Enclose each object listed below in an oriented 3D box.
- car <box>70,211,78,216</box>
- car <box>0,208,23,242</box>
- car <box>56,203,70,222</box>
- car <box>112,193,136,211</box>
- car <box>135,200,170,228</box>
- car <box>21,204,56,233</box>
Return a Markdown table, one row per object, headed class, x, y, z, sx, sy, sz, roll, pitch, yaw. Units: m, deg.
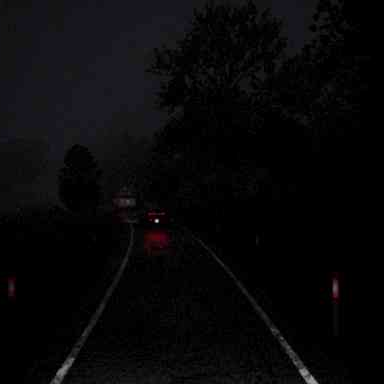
| class | x | y | z | sx | sy | sz | roll | pitch | yaw |
| --- | --- | --- | --- | --- | --- | --- | --- | --- | --- |
| car | -12.883 | 1.796 | 32.889 | 2.002 | 1.452 | 4.674 | 0 | 0 | -12 |
| car | -9.806 | 1.708 | 14.889 | 2.097 | 1.535 | 5.008 | 0 | 0 | -6 |
| car | -11.607 | 1.749 | 26.787 | 2.097 | 1.535 | 5.008 | 0 | -1 | -10 |
| car | -8.283 | 1.166 | 40.475 | 2.150 | 2.045 | 5.566 | -1 | 0 | -21 |
| car | -2.588 | 1.457 | 22.116 | 1.837 | 1.490 | 4.892 | -1 | 0 | -12 |
| car | -10.619 | 1.722 | 21.164 | 2.231 | 1.521 | 4.892 | 0 | 0 | -8 |
